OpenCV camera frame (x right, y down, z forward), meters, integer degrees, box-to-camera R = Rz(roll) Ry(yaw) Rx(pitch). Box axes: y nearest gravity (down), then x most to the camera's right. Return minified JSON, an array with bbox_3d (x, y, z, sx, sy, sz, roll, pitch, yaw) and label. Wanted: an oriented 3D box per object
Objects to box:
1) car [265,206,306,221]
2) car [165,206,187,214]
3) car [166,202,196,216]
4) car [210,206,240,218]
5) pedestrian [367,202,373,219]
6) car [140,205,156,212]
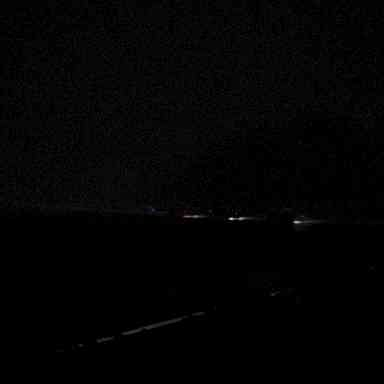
[{"bbox_3d":[9.793,2.253,35.342,1.812,1.442,4.674,1,-2,-33],"label":"car"},{"bbox_3d":[-3.006,3.302,61.634,1.895,1.301,4.718,1,-2,-33],"label":"car"},{"bbox_3d":[-1.591,2.638,52.756,2.150,2.045,5.566,1,-2,-33],"label":"car"},{"bbox_3d":[4.270,2.575,43.777,1.837,1.490,4.892,1,-2,-33],"label":"car"},{"bbox_3d":[18.911,1.910,35.292,0.375,1.860,0.375,-2,1,-33],"label":"pedestrian"},{"bbox_3d":[-9.418,3.562,71.262,1.812,1.442,4.674,1,-2,-33],"label":"car"}]
